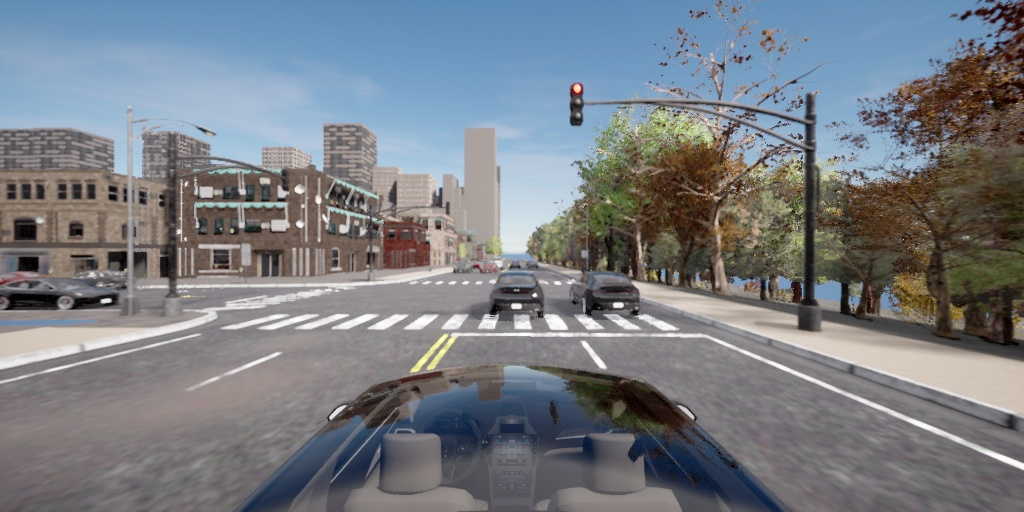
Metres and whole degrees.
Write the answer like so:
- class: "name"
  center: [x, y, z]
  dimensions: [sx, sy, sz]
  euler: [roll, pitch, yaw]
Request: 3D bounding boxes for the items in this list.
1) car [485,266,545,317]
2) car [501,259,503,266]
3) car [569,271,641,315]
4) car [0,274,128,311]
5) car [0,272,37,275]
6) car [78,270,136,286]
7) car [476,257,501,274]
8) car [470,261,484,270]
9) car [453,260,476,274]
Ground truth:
- class: "car"
  center: [0.178, 1.312, 13.552]
  dimensions: [1.837, 1.490, 4.892]
  euler: [0, 0, 1]
- class: "car"
  center: [-2.724, 1.239, 61.804]
  dimensions: [2.150, 2.045, 5.566]
  euler: [0, 0, 1]
- class: "car"
  center: [3.432, 1.318, 13.864]
  dimensions: [1.837, 1.490, 4.892]
  euler: [0, 0, 1]
- class: "car"
  center: [-19.828, 1.606, 15.633]
  dimensions: [4.313, 1.339, 1.948]
  euler: [0, 0, 1]
- class: "car"
  center: [-33.614, 1.719, 24.285]
  dimensions: [4.207, 1.307, 1.802]
  euler: [0, 0, 1]
- class: "car"
  center: [-28.079, 1.632, 24.225]
  dimensions: [4.403, 1.370, 2.007]
  euler: [0, 0, 1]
- class: "car"
  center: [-2.929, 1.299, 45.478]
  dimensions: [2.097, 1.767, 4.553]
  euler: [0, 0, 1]
- class: "car"
  center: [-5.976, 1.616, 61.725]
  dimensions: [1.895, 1.301, 4.718]
  euler: [0, 0, 1]
- class: "car"
  center: [-6.179, 1.295, 45.509]
  dimensions: [2.097, 1.767, 4.553]
  euler: [0, 0, 1]
